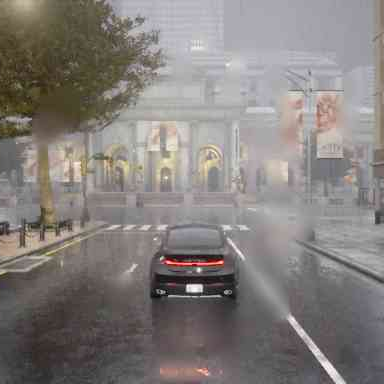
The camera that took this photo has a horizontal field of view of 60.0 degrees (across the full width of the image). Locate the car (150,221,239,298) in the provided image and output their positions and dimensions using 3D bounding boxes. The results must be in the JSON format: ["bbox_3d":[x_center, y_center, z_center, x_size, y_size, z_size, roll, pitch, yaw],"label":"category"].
[{"bbox_3d":[0.062,1.505,8.476,1.837,1.490,4.892,0,0,0],"label":"car"}]
